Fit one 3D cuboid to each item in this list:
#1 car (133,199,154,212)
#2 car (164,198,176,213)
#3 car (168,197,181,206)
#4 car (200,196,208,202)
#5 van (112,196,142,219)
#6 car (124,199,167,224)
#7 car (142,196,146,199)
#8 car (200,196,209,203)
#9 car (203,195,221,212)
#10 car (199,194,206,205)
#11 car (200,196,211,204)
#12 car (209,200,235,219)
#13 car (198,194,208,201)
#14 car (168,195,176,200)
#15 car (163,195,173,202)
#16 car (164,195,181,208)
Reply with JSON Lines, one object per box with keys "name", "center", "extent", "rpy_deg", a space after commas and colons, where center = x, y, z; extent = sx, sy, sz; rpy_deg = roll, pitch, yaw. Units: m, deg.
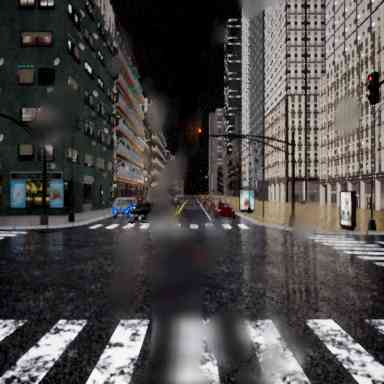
{"name": "car", "center": [-5.665, 1.552, 39.510], "extent": [1.887, 1.381, 4.507], "rpy_deg": [0, 0, 0]}
{"name": "car", "center": [-3.075, 1.607, 36.321], "extent": [1.895, 1.301, 4.718], "rpy_deg": [0, 0, 0]}
{"name": "car", "center": [-3.029, 1.581, 57.992], "extent": [1.994, 1.385, 4.181], "rpy_deg": [0, 0, 1]}
{"name": "car", "center": [2.733, 1.618, 78.197], "extent": [1.802, 1.307, 4.206], "rpy_deg": [0, 0, 0]}
{"name": "van", "center": [-5.669, 1.345, 28.454], "extent": [1.690, 1.788, 3.998], "rpy_deg": [0, 0, 0]}
{"name": "car", "center": [-3.308, 1.507, 24.639], "extent": [1.837, 1.490, 4.892], "rpy_deg": [0, 0, 4]}
{"name": "car", "center": [-5.666, 1.321, 33.982], "extent": [2.192, 1.841, 5.009], "rpy_deg": [0, 0, 0]}
{"name": "car", "center": [2.731, 1.575, 72.670], "extent": [1.887, 1.381, 4.507], "rpy_deg": [0, 0, 0]}
{"name": "car", "center": [2.717, 1.448, 39.505], "extent": [1.967, 1.590, 4.097], "rpy_deg": [0, 0, 0]}
{"name": "car", "center": [2.724, 1.456, 56.087], "extent": [1.967, 1.590, 4.097], "rpy_deg": [0, 0, 0]}
{"name": "car", "center": [2.728, 1.576, 67.143], "extent": [2.008, 1.369, 4.403], "rpy_deg": [0, 0, 0]}
{"name": "car", "center": [2.711, 1.586, 28.449], "extent": [1.802, 1.307, 4.206], "rpy_deg": [0, 0, 0]}
{"name": "car", "center": [2.737, 1.356, 83.725], "extent": [2.192, 1.841, 5.009], "rpy_deg": [0, 0, 0]}
{"name": "car", "center": [-5.640, 1.620, 94.785], "extent": [1.947, 1.339, 4.313], "rpy_deg": [0, 0, 0]}
{"name": "car", "center": [-5.647, 1.476, 78.202], "extent": [1.967, 1.590, 4.097], "rpy_deg": [0, 0, 0]}
{"name": "car", "center": [-3.073, 1.575, 47.687], "extent": [1.994, 1.385, 4.181], "rpy_deg": [0, 0, 0]}
